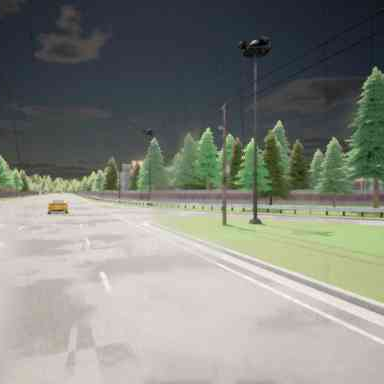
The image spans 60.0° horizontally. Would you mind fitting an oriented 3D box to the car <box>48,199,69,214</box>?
[{"bbox_3d":[-14.435,1.471,35.939,1.882,1.535,5.008,0,0,-21],"label":"car"}]
